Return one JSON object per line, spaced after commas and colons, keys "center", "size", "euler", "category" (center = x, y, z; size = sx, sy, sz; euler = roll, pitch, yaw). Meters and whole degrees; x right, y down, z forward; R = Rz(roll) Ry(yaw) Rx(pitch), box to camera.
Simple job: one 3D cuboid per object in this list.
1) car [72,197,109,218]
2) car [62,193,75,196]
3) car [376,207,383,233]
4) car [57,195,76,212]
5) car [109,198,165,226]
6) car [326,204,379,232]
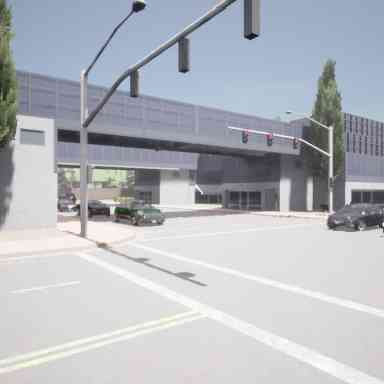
{"center": [-9.245, 1.478, 31.020], "size": [1.882, 1.535, 5.008], "euler": [0, 0, -36], "category": "car"}
{"center": [-23.692, 1.221, 63.071], "size": [2.150, 2.045, 5.566], "euler": [0, 0, -36], "category": "car"}
{"center": [11.458, 1.564, 16.875], "size": [4.181, 1.385, 1.994], "euler": [0, 0, -37], "category": "car"}
{"center": [-14.826, 1.492, 38.692], "size": [2.128, 1.511, 4.902], "euler": [0, 0, -36], "category": "car"}
{"center": [-3.795, 1.352, 23.535], "size": [2.097, 1.767, 4.553], "euler": [0, 0, -36], "category": "car"}
{"center": [10.134, 1.505, 20.255], "size": [4.892, 1.490, 1.837], "euler": [0, 0, -37], "category": "car"}
